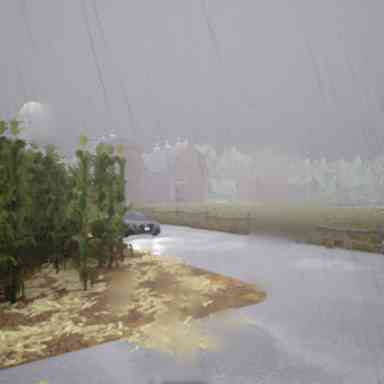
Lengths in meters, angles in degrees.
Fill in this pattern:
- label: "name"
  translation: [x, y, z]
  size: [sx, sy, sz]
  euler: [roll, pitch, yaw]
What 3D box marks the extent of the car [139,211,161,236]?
- label: "car"
  translation: [-3.439, 1.727, 18.652]
  size: [1.994, 1.385, 4.181]
  euler: [1, -1, -35]
